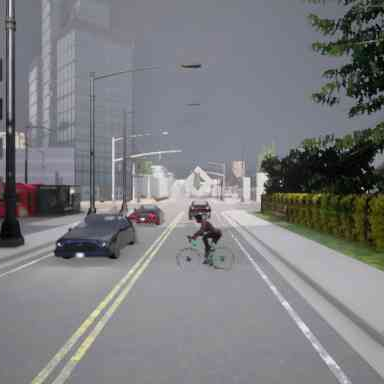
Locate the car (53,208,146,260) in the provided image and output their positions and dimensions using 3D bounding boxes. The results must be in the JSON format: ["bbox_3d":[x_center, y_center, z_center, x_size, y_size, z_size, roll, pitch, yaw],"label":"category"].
[{"bbox_3d":[-3.352,1.547,12.804,2.033,1.411,5.357,0,0,1],"label":"car"}]

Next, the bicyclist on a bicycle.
[{"bbox_3d":[0.374,1.444,9.463,1.656,1.620,0.582,-2,0,1],"label":"bicyclist on a bicycle"}]

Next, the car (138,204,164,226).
[{"bbox_3d":[-3.108,1.562,23.331,1.994,1.385,4.181,0,0,2],"label":"car"}]

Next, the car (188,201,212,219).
[{"bbox_3d":[0.689,1.489,28.870,2.128,1.511,4.902,0,0,1],"label":"car"}]
